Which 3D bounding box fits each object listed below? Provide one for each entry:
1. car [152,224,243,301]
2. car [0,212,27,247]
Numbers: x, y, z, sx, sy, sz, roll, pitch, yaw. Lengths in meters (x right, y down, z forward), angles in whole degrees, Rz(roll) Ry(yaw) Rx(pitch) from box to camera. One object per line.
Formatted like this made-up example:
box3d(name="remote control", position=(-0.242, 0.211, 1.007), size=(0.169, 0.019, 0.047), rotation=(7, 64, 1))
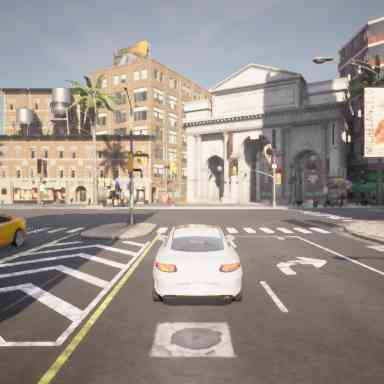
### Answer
box3d(name="car", position=(0.106, 1.526, 8.188), size=(1.812, 1.442, 4.674), rotation=(0, 0, 0))
box3d(name="car", position=(-8.063, 1.477, 12.300), size=(1.882, 1.535, 5.008), rotation=(0, 0, 0))
